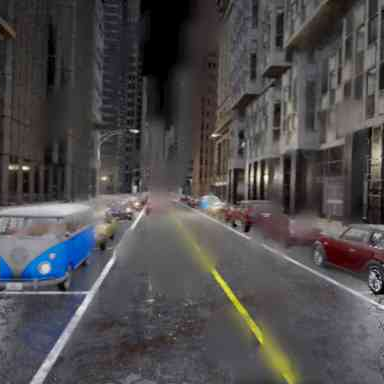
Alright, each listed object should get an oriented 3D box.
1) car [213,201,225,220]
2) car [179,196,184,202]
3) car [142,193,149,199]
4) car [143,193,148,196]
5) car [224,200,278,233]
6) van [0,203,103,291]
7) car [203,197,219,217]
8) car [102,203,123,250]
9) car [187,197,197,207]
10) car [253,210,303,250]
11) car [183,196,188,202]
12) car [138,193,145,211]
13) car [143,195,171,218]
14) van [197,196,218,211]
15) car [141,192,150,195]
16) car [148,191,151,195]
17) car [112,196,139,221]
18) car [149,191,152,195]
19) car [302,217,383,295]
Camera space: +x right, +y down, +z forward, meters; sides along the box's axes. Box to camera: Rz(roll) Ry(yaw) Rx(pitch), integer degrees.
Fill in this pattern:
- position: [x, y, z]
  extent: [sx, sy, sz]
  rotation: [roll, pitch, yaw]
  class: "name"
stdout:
- position: [3.145, 1.649, 25.896]
  extent: [1.802, 1.307, 4.206]
  rotation: [2, 0, -6]
  class: "car"
- position: [-1.695, 1.408, 70.450]
  extent: [1.887, 1.381, 4.507]
  rotation: [2, 0, -6]
  class: "car"
- position: [-11.960, 1.042, 86.048]
  extent: [1.752, 1.417, 4.829]
  rotation: [2, 0, -6]
  class: "car"
- position: [-7.744, 1.255, 47.235]
  extent: [1.947, 1.339, 4.313]
  rotation: [2, 0, -6]
  class: "car"
- position: [3.759, 1.409, 20.326]
  extent: [2.192, 1.841, 5.009]
  rotation: [2, 0, -6]
  class: "car"
- position: [-3.500, 1.215, 8.252]
  extent: [1.690, 1.788, 3.998]
  rotation: [2, 0, -6]
  class: "van"
- position: [2.523, 1.566, 31.634]
  extent: [1.752, 1.417, 4.829]
  rotation: [2, 0, -6]
  class: "car"
- position: [-4.094, 1.373, 13.652]
  extent: [1.752, 1.417, 4.829]
  rotation: [2, 0, -6]
  class: "car"
- position: [0.724, 1.546, 48.173]
  extent: [1.802, 1.307, 4.206]
  rotation: [2, 0, -6]
  class: "car"
- position: [4.355, 1.702, 14.757]
  extent: [1.802, 1.307, 4.206]
  rotation: [2, 0, -6]
  class: "car"
- position: [0.119, 1.520, 53.742]
  extent: [1.802, 1.307, 4.206]
  rotation: [2, 0, -6]
  class: "car"
- position: [-6.530, 1.181, 36.097]
  extent: [1.967, 1.590, 4.097]
  rotation: [2, 0, -6]
  class: "car"
- position: [-2.967, 1.343, 28.843]
  extent: [1.882, 1.535, 5.008]
  rotation: [2, 0, -6]
  class: "car"
- position: [1.943, 1.356, 37.034]
  extent: [1.690, 1.788, 3.998]
  rotation: [2, 0, -6]
  class: "van"
- position: [-8.954, 1.190, 58.373]
  extent: [2.008, 1.369, 4.403]
  rotation: [2, 0, -6]
  class: "car"
- position: [-10.164, 1.134, 69.511]
  extent: [1.887, 1.381, 4.507]
  rotation: [2, 0, -6]
  class: "car"
- position: [-5.319, 1.233, 24.960]
  extent: [1.967, 1.590, 4.097]
  rotation: [2, 0, -6]
  class: "car"
- position: [-10.761, 0.880, 75.080]
  extent: [2.192, 1.841, 5.009]
  rotation: [2, 0, -6]
  class: "car"
- position: [4.965, 1.588, 9.188]
  extent: [1.967, 1.590, 4.097]
  rotation: [2, 0, -6]
  class: "car"
